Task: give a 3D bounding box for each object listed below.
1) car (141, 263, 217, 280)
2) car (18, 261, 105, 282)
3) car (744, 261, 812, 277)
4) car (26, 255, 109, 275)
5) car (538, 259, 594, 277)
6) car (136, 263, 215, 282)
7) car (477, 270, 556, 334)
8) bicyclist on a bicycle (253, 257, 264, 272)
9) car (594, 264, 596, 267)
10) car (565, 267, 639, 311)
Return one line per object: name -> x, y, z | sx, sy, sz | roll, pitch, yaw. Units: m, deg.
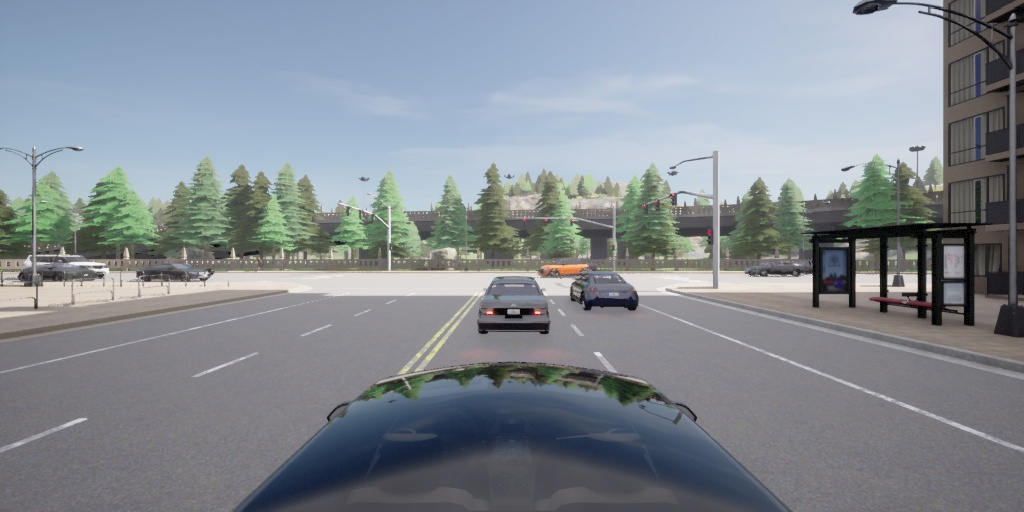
car -> -28.362, 1.295, 30.644 | 4.718, 1.301, 1.895 | 0, 0, 1
car -> -34.242, 1.258, 27.136 | 4.181, 1.385, 1.994 | 0, 0, 0
car -> 24.525, 1.182, 33.563 | 4.902, 1.511, 2.128 | 0, 0, 2
car -> -38.073, 0.913, 30.634 | 5.566, 2.045, 2.150 | 0, 0, -1
car -> 4.597, 1.058, 32.303 | 4.553, 1.767, 2.097 | 0, 0, -19
car -> -25.549, 1.220, 27.112 | 4.674, 1.442, 1.812 | 0, 0, -1
car -> 0.060, 1.297, 10.558 | 2.033, 1.411, 5.357 | 0, 0, 1
bicyclist on a bicycle -> -29.461, 0.995, 41.659 | 0.582, 1.620, 1.656 | 0, 0, 1
car -> 6.341, 1.186, 37.389 | 4.902, 1.511, 2.128 | 0, 0, 1
car -> 3.579, 1.314, 14.568 | 1.994, 1.385, 4.181 | 0, 0, 0
